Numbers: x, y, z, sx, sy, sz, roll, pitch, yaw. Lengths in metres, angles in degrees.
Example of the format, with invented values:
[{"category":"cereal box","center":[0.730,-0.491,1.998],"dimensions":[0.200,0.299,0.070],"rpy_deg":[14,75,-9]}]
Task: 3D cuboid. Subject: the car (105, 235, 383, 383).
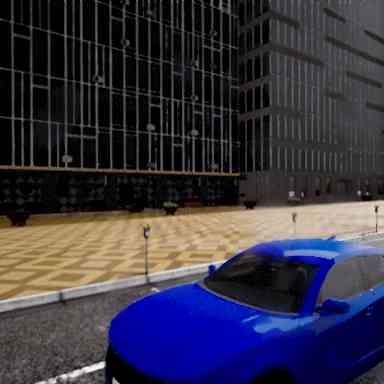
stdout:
[{"category":"car","center":[1.388,1.413,4.360],"dimensions":[5.008,1.535,1.882],"rpy_deg":[-1,1,-35]}]
